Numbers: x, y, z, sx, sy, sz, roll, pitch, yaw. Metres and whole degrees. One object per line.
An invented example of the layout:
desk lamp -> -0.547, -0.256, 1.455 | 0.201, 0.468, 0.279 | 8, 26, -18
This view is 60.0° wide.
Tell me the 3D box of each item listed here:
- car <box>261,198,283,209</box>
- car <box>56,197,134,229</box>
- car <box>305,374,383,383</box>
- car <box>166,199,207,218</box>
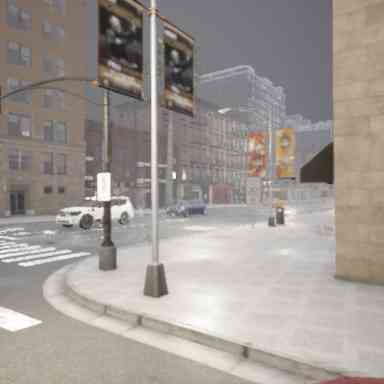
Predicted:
car -> 11.940, 1.620, 49.458 | 1.882, 1.535, 5.008 | -1, -1, 35
car -> -6.524, 1.354, 23.055 | 2.150, 2.045, 5.566 | -1, 0, 35
car -> 2.296, 1.572, 1.212 | 4.206, 1.307, 1.802 | -1, 0, 35
car -> -0.442, 1.483, 31.802 | 2.097, 1.767, 4.553 | -1, -1, 35
